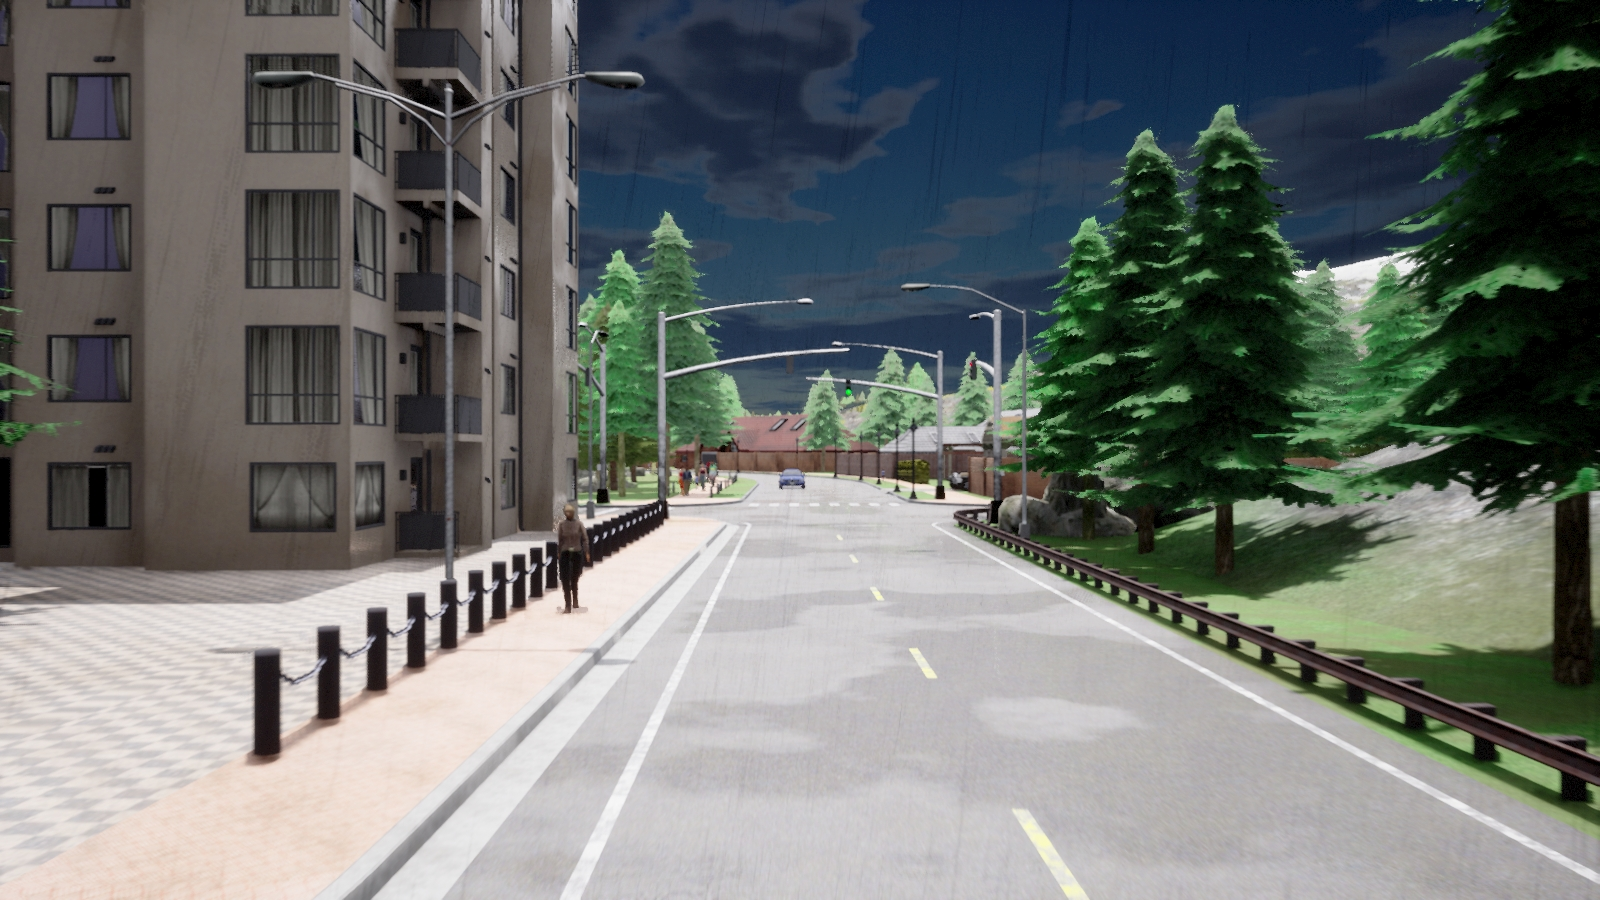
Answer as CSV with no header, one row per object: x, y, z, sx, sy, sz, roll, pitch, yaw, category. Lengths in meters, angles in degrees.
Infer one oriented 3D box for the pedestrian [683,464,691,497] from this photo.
-6.429,1.730,64.925,0.375,1.860,0.375,0,0,7,pedestrian

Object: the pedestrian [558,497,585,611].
-3.796,1.716,18.956,0.375,1.860,0.375,0,0,-1,pedestrian

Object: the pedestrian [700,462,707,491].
-6.278,1.739,74.196,0.375,1.860,0.375,0,0,1,pedestrian

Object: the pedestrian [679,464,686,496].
-6.730,1.732,65.622,0.375,1.860,0.375,0,0,1,pedestrian
